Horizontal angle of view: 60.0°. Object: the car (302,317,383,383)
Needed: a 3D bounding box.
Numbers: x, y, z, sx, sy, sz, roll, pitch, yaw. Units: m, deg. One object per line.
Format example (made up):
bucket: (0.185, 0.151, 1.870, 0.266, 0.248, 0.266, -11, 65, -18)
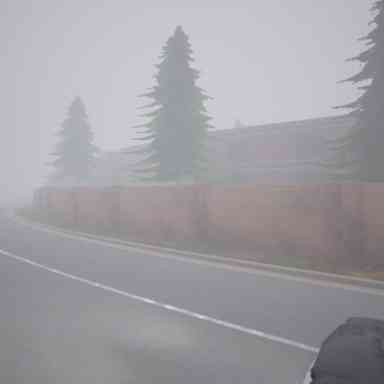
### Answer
car: (3.080, 1.615, 1.877, 4.718, 1.301, 1.895, 0, 0, 35)
